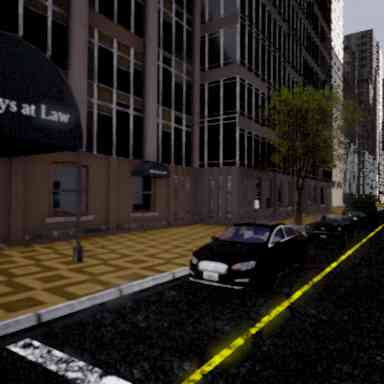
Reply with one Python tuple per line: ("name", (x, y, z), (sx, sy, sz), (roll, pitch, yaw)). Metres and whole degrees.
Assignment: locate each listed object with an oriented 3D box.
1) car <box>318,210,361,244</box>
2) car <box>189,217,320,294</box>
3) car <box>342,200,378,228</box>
("car", (7.558, 1.869, 17.857), (1.895, 1.301, 4.718), (0, -1, 34))
("car", (1.793, 1.615, 9.339), (2.128, 1.511, 4.902), (0, -1, 34))
("car", (13.503, 1.646, 26.619), (2.150, 2.045, 5.566), (0, -1, 34))
